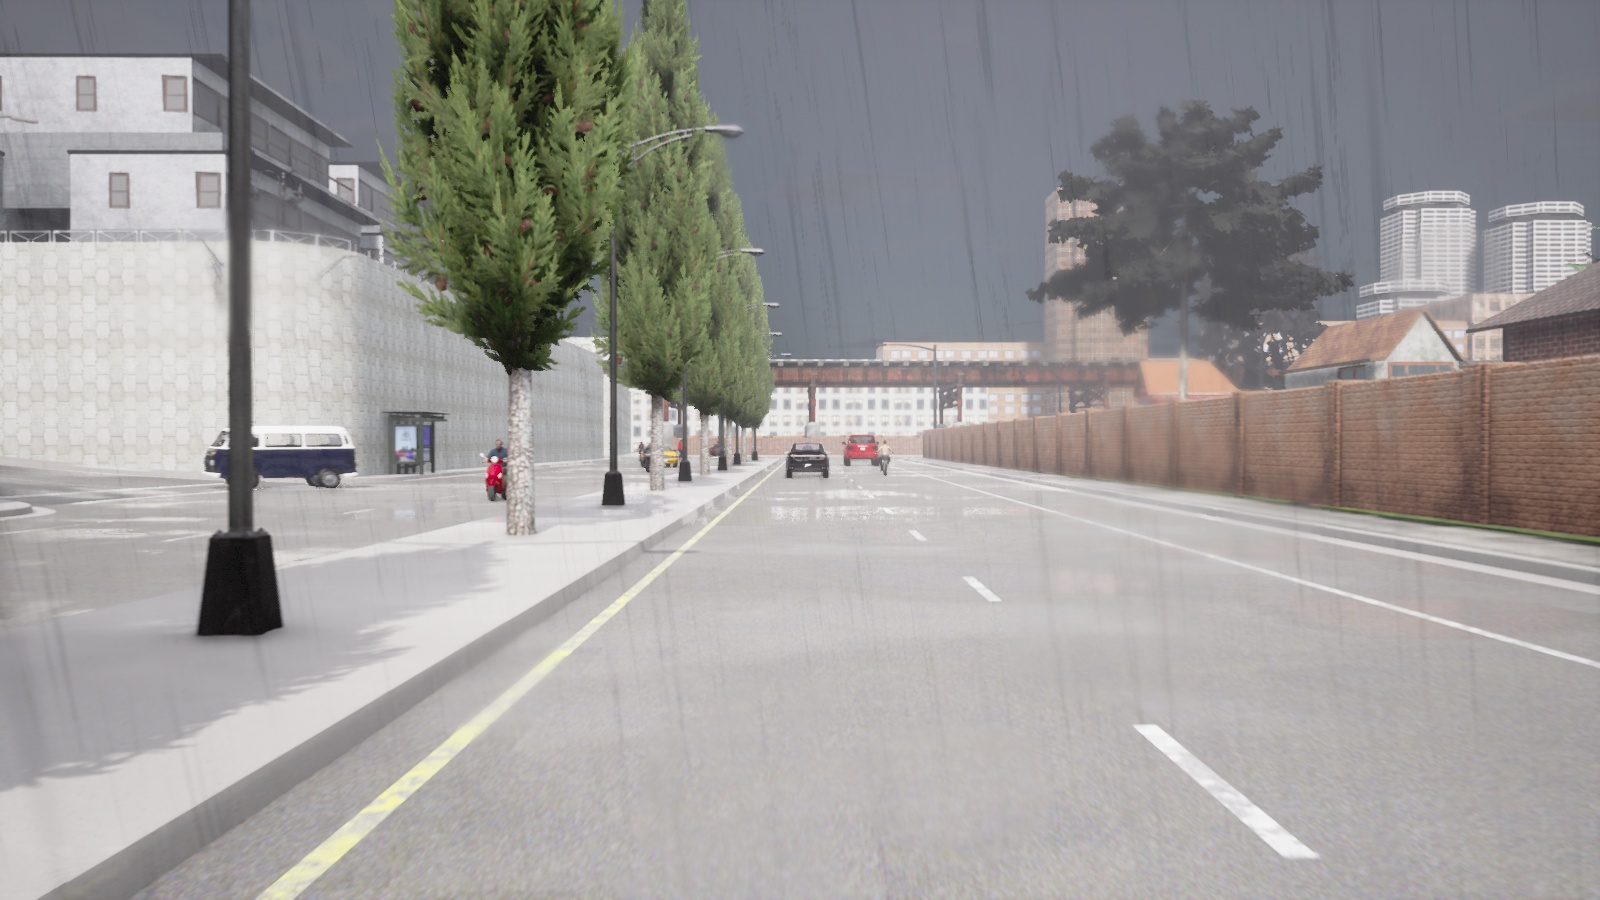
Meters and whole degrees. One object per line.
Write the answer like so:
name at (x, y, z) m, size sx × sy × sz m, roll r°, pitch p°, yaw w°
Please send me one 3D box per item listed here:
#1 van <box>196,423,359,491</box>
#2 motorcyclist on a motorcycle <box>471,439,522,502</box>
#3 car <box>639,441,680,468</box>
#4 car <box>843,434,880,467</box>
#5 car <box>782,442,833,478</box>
van at (-16.695, 0.201, 40.171) m, size 4.480 × 2.038 × 2.069 m, roll 0°, pitch 2°, yaw -34°
motorcyclist on a motorcycle at (-7.800, 0.506, 32.359) m, size 0.866 × 1.590 × 1.817 m, roll 0°, pitch 0°, yaw 0°
car at (-8.666, 0.245, 76.988) m, size 1.801 × 1.575 × 5.366 m, roll 0°, pitch 0°, yaw -14°
car at (3.982, 0.006, 82.042) m, size 2.150 × 2.045 × 5.566 m, roll 0°, pitch 0°, yaw 0°
car at (0.326, 0.395, 54.716) m, size 2.128 × 1.511 × 4.902 m, roll 0°, pitch 0°, yaw 0°
